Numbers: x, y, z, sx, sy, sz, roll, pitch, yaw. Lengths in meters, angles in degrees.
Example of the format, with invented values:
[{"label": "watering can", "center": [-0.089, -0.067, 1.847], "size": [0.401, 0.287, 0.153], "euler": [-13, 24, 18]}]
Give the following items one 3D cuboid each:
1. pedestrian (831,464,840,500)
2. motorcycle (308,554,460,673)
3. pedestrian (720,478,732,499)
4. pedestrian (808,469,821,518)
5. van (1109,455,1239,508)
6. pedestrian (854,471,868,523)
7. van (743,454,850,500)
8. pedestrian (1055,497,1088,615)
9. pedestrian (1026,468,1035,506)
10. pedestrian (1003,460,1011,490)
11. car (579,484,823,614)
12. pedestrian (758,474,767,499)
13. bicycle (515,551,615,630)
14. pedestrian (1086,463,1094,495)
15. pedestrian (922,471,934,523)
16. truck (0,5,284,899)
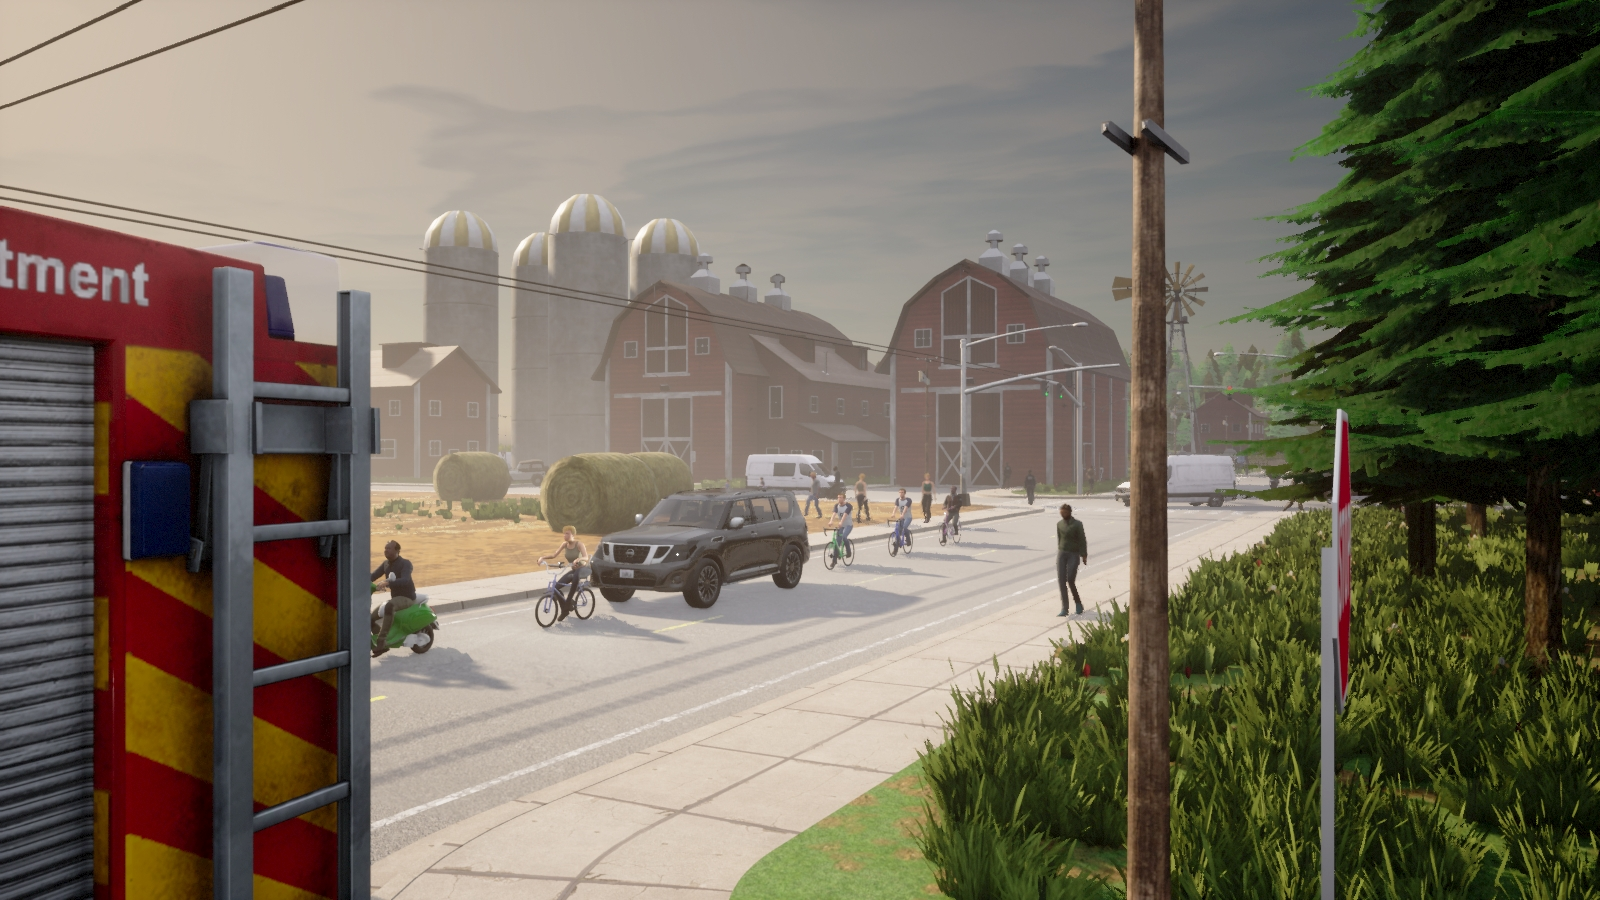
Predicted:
[{"label": "pedestrian", "center": [1.838, 1.670, 59.264], "size": [0.375, 1.860, 0.375], "euler": [0, 0, 20]}, {"label": "motorcycle", "center": [-5.551, 2.142, 15.363], "size": [0.856, 1.316, 1.805], "euler": [0, 0, 28]}, {"label": "pedestrian", "center": [-3.942, 2.049, 60.874], "size": [0.500, 1.100, 0.500], "euler": [0, 0, 18]}, {"label": "pedestrian", "center": [0.552, 1.677, 43.926], "size": [0.375, 1.860, 0.375], "euler": [0, 0, -36]}, {"label": "van", "center": [18.381, 1.523, 56.228], "size": [5.915, 2.561, 1.988], "euler": [0, -1, -15]}, {"label": "pedestrian", "center": [2.188, 1.685, 41.240], "size": [0.375, 1.860, 0.375], "euler": [0, 0, 29]}, {"label": "van", "center": [-0.217, 1.504, 65.699], "size": [5.915, 2.561, 1.988], "euler": [0, 0, 27]}, {"label": "pedestrian", "center": [4.393, 1.696, 18.480], "size": [0.375, 1.860, 0.375], "euler": [0, 0, 42]}, {"label": "pedestrian", "center": [11.431, 1.824, 56.653], "size": [0.375, 1.860, 0.375], "euler": [0, 0, 8]}, {"label": "pedestrian", "center": [12.898, 1.551, 71.298], "size": [0.375, 1.860, 0.375], "euler": [0, 0, -9]}, {"label": "car", "center": [-1.735, 1.779, 22.475], "size": [2.150, 2.045, 5.566], "euler": [0, 0, 27]}, {"label": "pedestrian", "center": [-1.990, 1.951, 60.784], "size": [0.375, 1.300, 0.375], "euler": [0, 0, 30]}, {"label": "bicycle", "center": [-3.810, 2.256, 18.631], "size": [0.859, 1.080, 1.487], "euler": [0, 0, 28]}, {"label": "pedestrian", "center": [16.838, 1.676, 66.324], "size": [0.375, 1.860, 0.375], "euler": [0, 0, 38]}, {"label": "pedestrian", "center": [4.624, 1.695, 41.281], "size": [0.375, 1.860, 0.375], "euler": [0, 0, 22]}, {"label": "truck", "center": [-6.057, 0.867, 3.684], "size": [8.468, 3.827, 2.891], "euler": [0, 0, 21]}]
